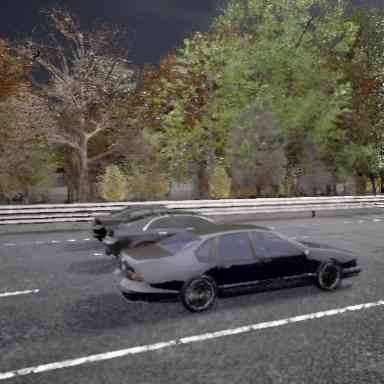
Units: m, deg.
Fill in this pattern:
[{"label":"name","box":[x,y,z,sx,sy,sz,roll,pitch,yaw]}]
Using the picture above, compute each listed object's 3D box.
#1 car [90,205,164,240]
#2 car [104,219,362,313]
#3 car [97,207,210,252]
[{"label":"car","box":[-1.571,1.270,13.705,5.008,1.535,1.882,-1,1,-22]},{"label":"car","box":[1.037,1.431,7.215,5.357,1.411,2.033,-1,1,-22]},{"label":"car","box":[-0.278,1.348,10.453,4.892,1.490,1.837,-1,1,-22]}]
